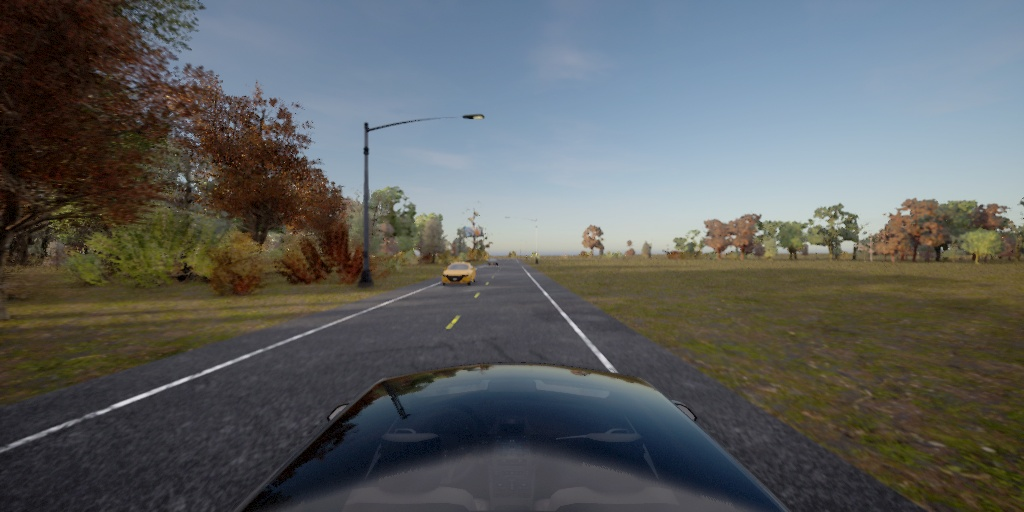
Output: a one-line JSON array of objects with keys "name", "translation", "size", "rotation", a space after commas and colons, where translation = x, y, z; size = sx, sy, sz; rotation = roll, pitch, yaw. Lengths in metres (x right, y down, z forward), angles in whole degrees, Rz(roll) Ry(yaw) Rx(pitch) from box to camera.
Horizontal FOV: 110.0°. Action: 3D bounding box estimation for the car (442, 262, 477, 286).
[{"name": "car", "translation": [-3.595, 1.176, 25.068], "size": [1.882, 1.535, 5.008], "rotation": [0, 0, 0]}]
